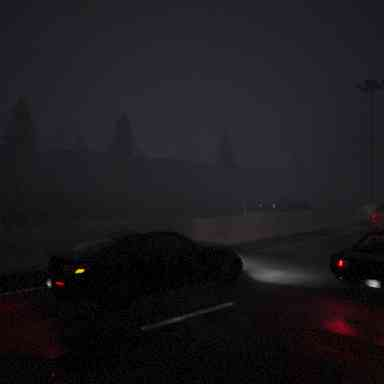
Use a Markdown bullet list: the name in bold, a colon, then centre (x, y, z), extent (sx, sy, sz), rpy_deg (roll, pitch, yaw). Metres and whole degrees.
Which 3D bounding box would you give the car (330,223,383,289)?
- **car**: centre (5.476, 1.637, 8.427), extent (4.718, 1.301, 1.895), rpy_deg (0, 0, -41)

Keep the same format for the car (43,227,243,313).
- **car**: centre (-0.888, 1.542, 7.697), extent (4.674, 1.442, 1.812), rpy_deg (1, 0, -38)

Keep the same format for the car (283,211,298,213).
- **car**: centre (7.814, 1.577, 25.559), extent (2.128, 1.511, 4.902), rpy_deg (0, 0, 44)

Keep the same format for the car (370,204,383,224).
- **car**: centre (12.507, 1.437, 20.138), extent (2.097, 1.767, 4.553), rpy_deg (0, 0, 45)
